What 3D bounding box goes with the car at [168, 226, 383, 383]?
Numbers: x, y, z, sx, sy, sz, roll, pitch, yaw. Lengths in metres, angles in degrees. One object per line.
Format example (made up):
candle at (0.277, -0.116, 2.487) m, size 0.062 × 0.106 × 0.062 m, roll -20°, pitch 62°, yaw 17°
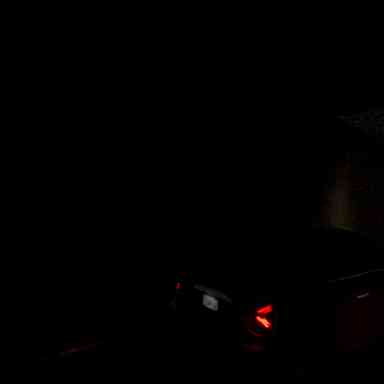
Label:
car at (1.957, 1.322, 5.191) m, size 4.553 × 1.767 × 2.097 m, roll 0°, pitch 0°, yaw -35°
